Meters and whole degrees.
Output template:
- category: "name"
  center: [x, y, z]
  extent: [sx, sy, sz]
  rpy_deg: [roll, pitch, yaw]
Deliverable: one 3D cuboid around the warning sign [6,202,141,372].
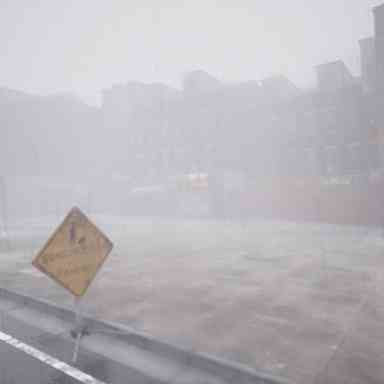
- category: "warning sign"
  center: [-1.602, 1.123, 4.631]
  extent: [1.060, 1.860, 1.300]
  rpy_deg: [-3, 1, 35]
